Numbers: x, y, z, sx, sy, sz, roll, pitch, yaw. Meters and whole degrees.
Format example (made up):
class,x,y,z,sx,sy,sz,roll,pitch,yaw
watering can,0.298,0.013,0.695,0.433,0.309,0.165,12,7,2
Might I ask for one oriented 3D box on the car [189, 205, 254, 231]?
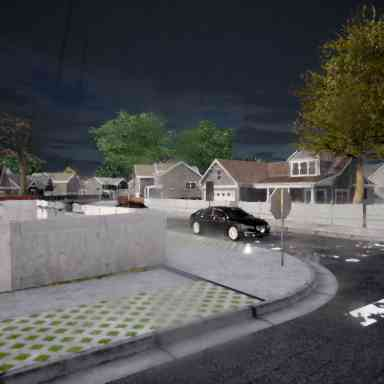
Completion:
class,x,y,z,sx,sy,sz,roll,pitch,yaw
car,1.811,1.576,21.474,1.994,1.385,4.181,1,0,-33

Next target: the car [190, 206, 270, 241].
class,x,y,z,sx,sy,sz,roll,pitch,yaw
car,1.764,1.496,16.878,1.837,1.490,4.892,0,0,-35

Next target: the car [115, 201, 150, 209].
class,x,y,z,sx,sy,sz,roll,pitch,yaw
car,-4.558,1.492,25.854,1.837,1.490,4.892,0,0,-35

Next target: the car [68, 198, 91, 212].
class,x,y,z,sx,sy,sz,roll,pitch,yaw
car,-13.070,1.474,38.495,2.128,1.511,4.902,0,0,-31
